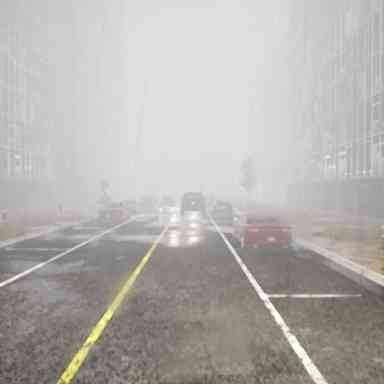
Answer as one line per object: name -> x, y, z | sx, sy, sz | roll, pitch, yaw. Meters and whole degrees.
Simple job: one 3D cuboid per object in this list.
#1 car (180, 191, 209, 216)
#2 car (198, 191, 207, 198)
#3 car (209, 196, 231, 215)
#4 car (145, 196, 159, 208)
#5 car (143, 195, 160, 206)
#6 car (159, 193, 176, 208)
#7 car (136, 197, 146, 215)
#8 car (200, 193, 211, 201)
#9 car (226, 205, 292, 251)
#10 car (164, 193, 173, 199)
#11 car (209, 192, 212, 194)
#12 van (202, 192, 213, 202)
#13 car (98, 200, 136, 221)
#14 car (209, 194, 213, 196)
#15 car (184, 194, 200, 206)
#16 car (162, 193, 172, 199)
car -> 0.088, 0.996, 29.816 | 2.150, 2.045, 5.566 | 0, 0, 0
car -> 2.681, 0.599, 87.486 | 2.192, 1.841, 5.009 | 0, 1, 0
car -> 2.687, 1.335, 30.568 | 1.947, 1.339, 4.313 | 0, 0, 0
car -> -5.694, 1.224, 41.959 | 1.887, 1.381, 4.507 | 0, 0, 0
car -> -5.696, 1.198, 47.651 | 1.947, 1.339, 4.313 | 0, 0, 0
car -> -3.096, 1.180, 42.315 | 1.837, 1.490, 4.892 | 0, 1, 0
car -> -5.693, 1.352, 30.575 | 1.802, 1.307, 4.206 | 0, 0, 0
car -> 2.683, 0.927, 64.719 | 1.967, 1.590, 4.097 | 0, 0, 0
car -> 2.690, 1.446, 13.491 | 1.887, 1.381, 4.507 | 0, 0, 0
car -> -5.700, 0.887, 81.806 | 2.008, 1.369, 4.403 | 0, 1, 0
car -> 2.685, 1.150, 53.336 | 1.947, 1.339, 4.313 | 0, 0, 0
van -> 2.684, 0.877, 59.028 | 1.690, 1.788, 3.998 | 0, 0, 0
car -> -5.692, 1.360, 24.881 | 1.887, 1.381, 4.507 | 0, 0, 0
car -> 2.686, 1.244, 41.952 | 1.947, 1.339, 4.313 | 0, 0, 0
car -> 0.009, 1.126, 47.408 | 2.128, 1.511, 4.902 | 0, 1, 0
car -> -5.699, 0.914, 75.943 | 1.752, 1.417, 4.829 | 0, 1, 0
